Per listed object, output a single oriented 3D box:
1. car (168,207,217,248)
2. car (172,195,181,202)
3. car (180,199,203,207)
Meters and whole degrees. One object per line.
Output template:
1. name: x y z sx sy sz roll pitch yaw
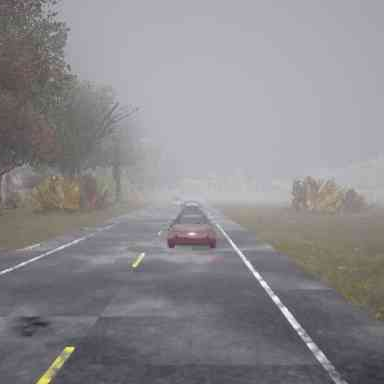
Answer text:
1. car: 0.000 1.565 14.651 1.994 1.385 4.181 0 0 0
2. car: -3.500 1.456 75.929 1.994 1.385 4.181 0 0 0
3. car: 0.000 1.518 29.652 1.812 1.442 4.674 0 0 0
